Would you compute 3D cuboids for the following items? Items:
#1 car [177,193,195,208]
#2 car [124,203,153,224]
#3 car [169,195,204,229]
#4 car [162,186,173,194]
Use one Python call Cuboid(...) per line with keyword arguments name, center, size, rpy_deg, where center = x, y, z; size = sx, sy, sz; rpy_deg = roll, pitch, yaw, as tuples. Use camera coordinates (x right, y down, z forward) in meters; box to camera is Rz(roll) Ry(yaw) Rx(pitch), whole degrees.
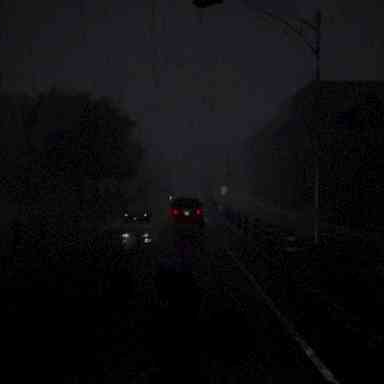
Cuboid(name="car", center=(-0.772, 1.058, 42.069), size=(2.128, 1.511, 4.902), rpy_deg=(0, 3, -1))
Cuboid(name="car", center=(-4.144, 1.614, 26.265), size=(1.812, 1.442, 4.674), rpy_deg=(0, 1, -1))
Cuboid(name="car", center=(-0.363, 1.343, 22.734), size=(2.150, 2.045, 5.566), rpy_deg=(0, 1, -1))
Cuboid(name="car", center=(-4.915, -0.400, 66.740), size=(1.837, 1.490, 4.892), rpy_deg=(0, 3, -1))
